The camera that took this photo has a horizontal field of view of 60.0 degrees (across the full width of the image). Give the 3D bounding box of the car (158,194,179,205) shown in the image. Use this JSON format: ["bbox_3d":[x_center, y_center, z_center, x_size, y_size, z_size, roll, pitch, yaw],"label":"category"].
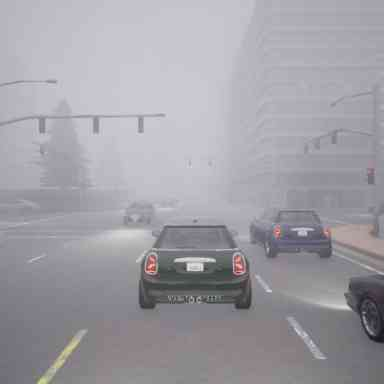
[{"bbox_3d":[-3.619,1.491,51.121,2.128,1.511,4.902,0,0,0],"label":"car"}]

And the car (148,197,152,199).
[{"bbox_3d":[-7.120,1.601,45.895,1.895,1.301,4.718,0,0,0],"label":"car"}]

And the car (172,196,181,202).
[{"bbox_3d":[-3.534,1.595,76.140,1.895,1.301,4.718,0,0,0],"label":"car"}]

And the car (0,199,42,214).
[{"bbox_3d":[-17.676,1.469,33.658,4.674,1.442,1.812,0,0,0],"label":"car"}]

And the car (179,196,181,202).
[{"bbox_3d":[-3.589,1.563,62.138,1.994,1.385,4.181,0,0,0],"label":"car"}]

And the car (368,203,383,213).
[{"bbox_3d":[19.922,1.492,32.505,5.357,1.411,2.033,0,0,-18],"label":"car"}]

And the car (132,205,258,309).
[{"bbox_3d":[0.067,1.352,8.029,2.097,1.767,4.553,0,0,0],"label":"car"}]

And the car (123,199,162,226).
[{"bbox_3d":[-3.611,1.475,23.580,2.128,1.511,4.902,0,0,0],"label":"car"}]

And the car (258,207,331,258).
[{"bbox_3d":[3.581,1.352,12.869,2.097,1.767,4.553,0,0,0],"label":"car"}]

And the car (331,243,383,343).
[{"bbox_3d":[3.597,1.547,3.394,2.033,1.411,5.357,0,0,0],"label":"car"}]

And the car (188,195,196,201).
[{"bbox_3d":[-0.036,1.525,81.166,2.128,1.511,4.902,0,0,0],"label":"car"}]

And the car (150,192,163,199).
[{"bbox_3d":[-7.087,1.351,62.060,2.097,1.767,4.553,0,0,0],"label":"car"}]
